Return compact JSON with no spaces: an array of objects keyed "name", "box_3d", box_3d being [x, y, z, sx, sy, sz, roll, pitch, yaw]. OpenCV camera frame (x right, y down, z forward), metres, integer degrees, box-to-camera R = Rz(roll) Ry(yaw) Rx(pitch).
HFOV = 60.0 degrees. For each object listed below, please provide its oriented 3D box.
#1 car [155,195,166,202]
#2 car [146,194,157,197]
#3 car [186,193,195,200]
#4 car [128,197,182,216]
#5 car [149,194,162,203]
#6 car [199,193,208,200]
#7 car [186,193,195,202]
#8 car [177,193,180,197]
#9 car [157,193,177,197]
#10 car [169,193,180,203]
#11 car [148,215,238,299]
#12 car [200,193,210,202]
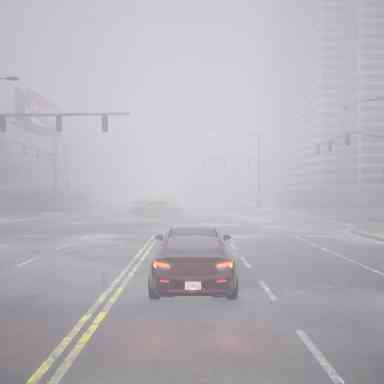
[{"name":"car","box_3d":[-7.351,1.525,77.496,2.128,1.511,4.902,0,0,0]},{"name":"car","box_3d":[-7.341,1.525,57.029,1.812,1.442,4.674,0,0,0]},{"name":"car","box_3d":[-0.402,1.184,88.388,2.097,1.767,4.553,0,0,0]},{"name":"car","box_3d":[-3.471,1.477,31.388,5.008,1.535,1.882,0,0,-1]},{"name":"car","box_3d":[-7.328,1.352,67.081,2.097,1.767,4.553,0,0,0]},{"name":"car","box_3d":[3.098,1.184,88.404,2.097,1.767,4.553,0,0,0]},{"name":"car","box_3d":[-0.356,1.584,78.483,1.895,1.301,4.718,0,0,0]},{"name":"car","box_3d":[-3.841,1.221,61.637,2.150,2.045,5.566,0,0,0]},{"name":"car","box_3d":[-3.859,1.221,51.280,2.150,2.045,5.566,0,0,-4]},{"name":"car","box_3d":[-3.826,1.225,72.066,2.150,2.045,5.566,0,0,0]},{"name":"car","box_3d":[0.028,1.526,8.307,1.812,1.442,4.674,0,0,0]},{"name":"car","box_3d":[3.146,1.515,78.116,2.128,1.511,4.902,0,0,0]}]
